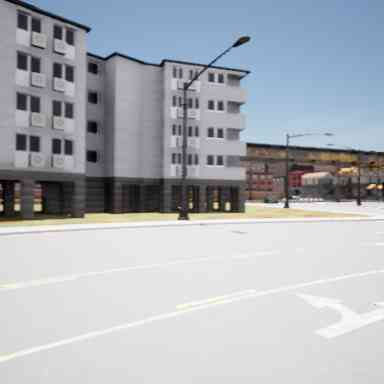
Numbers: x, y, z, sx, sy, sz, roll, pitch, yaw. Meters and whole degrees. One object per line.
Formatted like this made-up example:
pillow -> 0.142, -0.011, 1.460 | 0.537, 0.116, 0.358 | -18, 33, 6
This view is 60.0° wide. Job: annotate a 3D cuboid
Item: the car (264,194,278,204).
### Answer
car -> 16.141, 1.420, 68.425 | 2.150, 2.045, 5.566 | 1, 0, 3
